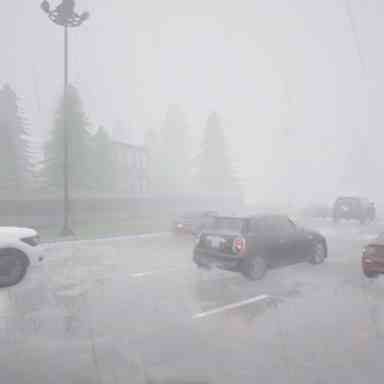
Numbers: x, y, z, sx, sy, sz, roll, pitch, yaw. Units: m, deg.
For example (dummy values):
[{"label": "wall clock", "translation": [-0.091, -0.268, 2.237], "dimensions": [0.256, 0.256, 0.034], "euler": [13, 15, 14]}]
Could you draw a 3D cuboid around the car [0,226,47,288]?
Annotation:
[{"label": "car", "translation": [-6.496, 1.304, 7.835], "dimensions": [5.566, 2.045, 2.150], "euler": [0, 0, -35]}]

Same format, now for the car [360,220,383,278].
[{"label": "car", "translation": [6.309, 1.566, 9.139], "dimensions": [4.674, 1.442, 1.812], "euler": [0, 0, -41]}]

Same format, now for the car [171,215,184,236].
[{"label": "car", "translation": [0.851, 1.687, 18.335], "dimensions": [4.181, 1.385, 1.994], "euler": [0, 0, -42]}]

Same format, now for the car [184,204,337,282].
[{"label": "car", "translation": [2.259, 1.415, 10.301], "dimensions": [4.553, 1.767, 2.097], "euler": [0, -1, -40]}]

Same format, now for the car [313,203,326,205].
[{"label": "car", "translation": [11.633, 1.727, 30.376], "dimensions": [1.994, 1.385, 4.181], "euler": [0, 0, 36]}]

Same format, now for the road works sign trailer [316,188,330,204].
[{"label": "road works sign trailer", "translation": [28.537, 0.854, 73.393], "dimensions": [2.380, 3.560, 2.880], "euler": [0, 0, -29]}]

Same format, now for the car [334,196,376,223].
[{"label": "car", "translation": [12.647, 1.351, 25.854], "dimensions": [2.150, 2.045, 5.566], "euler": [0, 0, 39]}]
